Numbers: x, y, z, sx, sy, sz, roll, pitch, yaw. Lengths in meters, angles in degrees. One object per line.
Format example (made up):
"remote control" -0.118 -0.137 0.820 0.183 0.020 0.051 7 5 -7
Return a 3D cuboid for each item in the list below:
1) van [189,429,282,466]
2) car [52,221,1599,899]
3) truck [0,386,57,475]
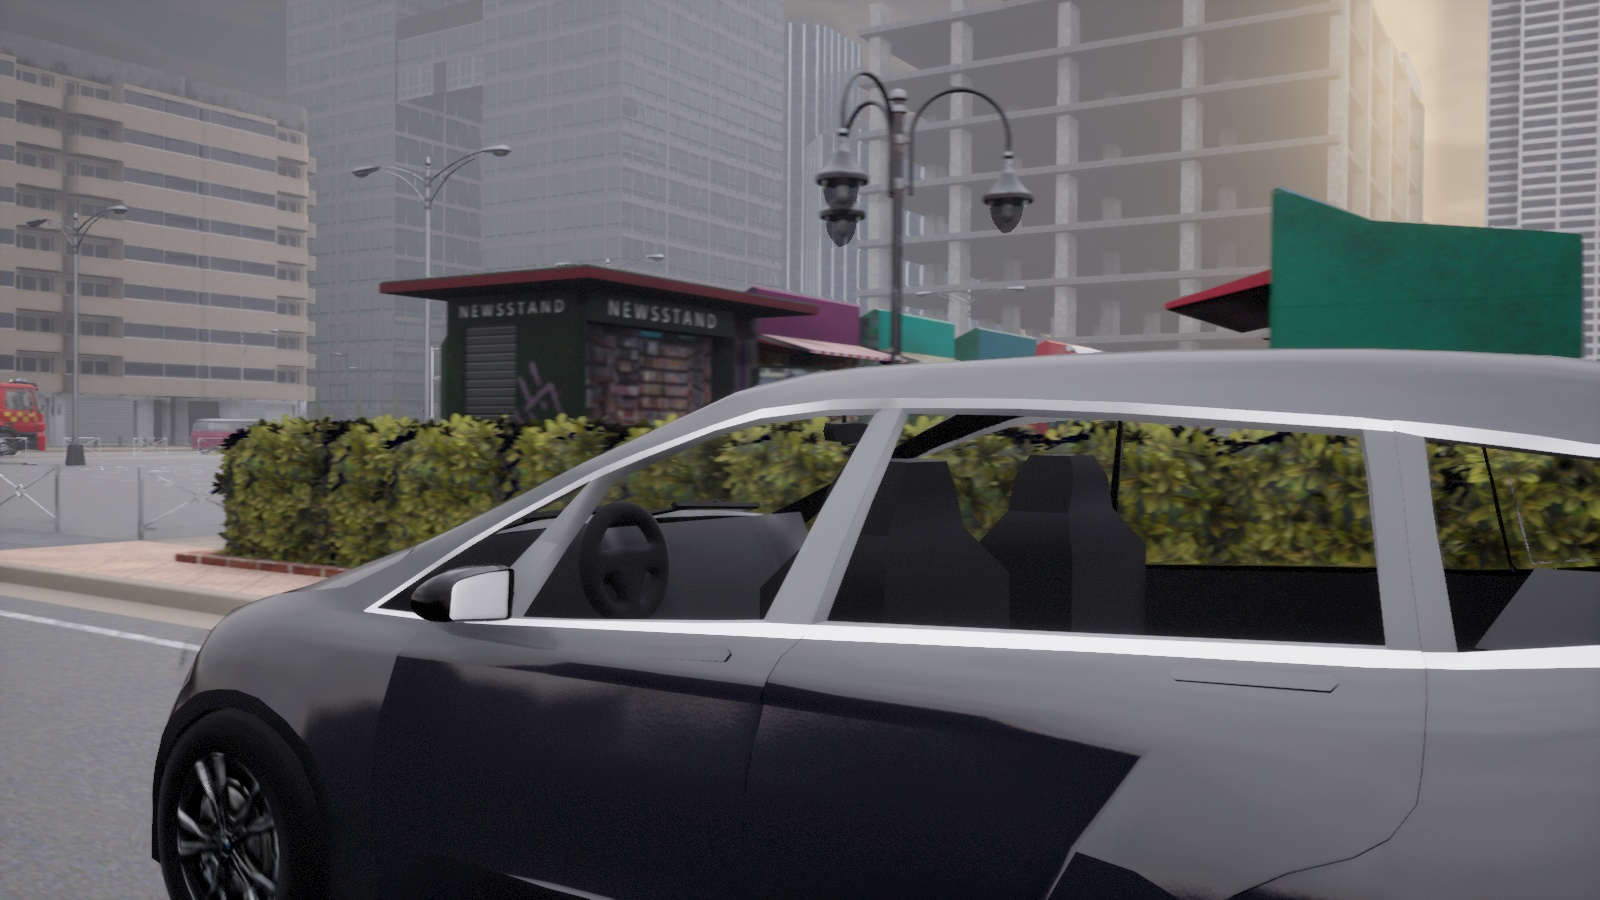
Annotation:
"van" -31.132 -0.179 69.411 1.775 1.987 4.442 0 1 32
"car" 0.321 0.526 3.407 4.611 1.667 2.242 0 1 34
"truck" -37.102 -0.831 53.945 8.468 3.827 2.891 -1 1 -42
